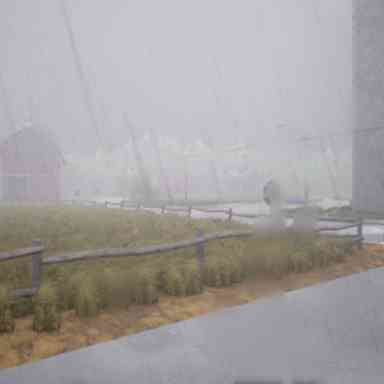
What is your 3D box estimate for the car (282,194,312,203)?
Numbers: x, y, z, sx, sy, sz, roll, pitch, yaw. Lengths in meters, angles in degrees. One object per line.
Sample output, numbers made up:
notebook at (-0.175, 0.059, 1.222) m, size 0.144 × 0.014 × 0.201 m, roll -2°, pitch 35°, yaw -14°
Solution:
car at (18.786, 1.404, 58.356) m, size 2.242 × 1.667 × 4.611 m, roll 0°, pitch 0°, yaw -36°
